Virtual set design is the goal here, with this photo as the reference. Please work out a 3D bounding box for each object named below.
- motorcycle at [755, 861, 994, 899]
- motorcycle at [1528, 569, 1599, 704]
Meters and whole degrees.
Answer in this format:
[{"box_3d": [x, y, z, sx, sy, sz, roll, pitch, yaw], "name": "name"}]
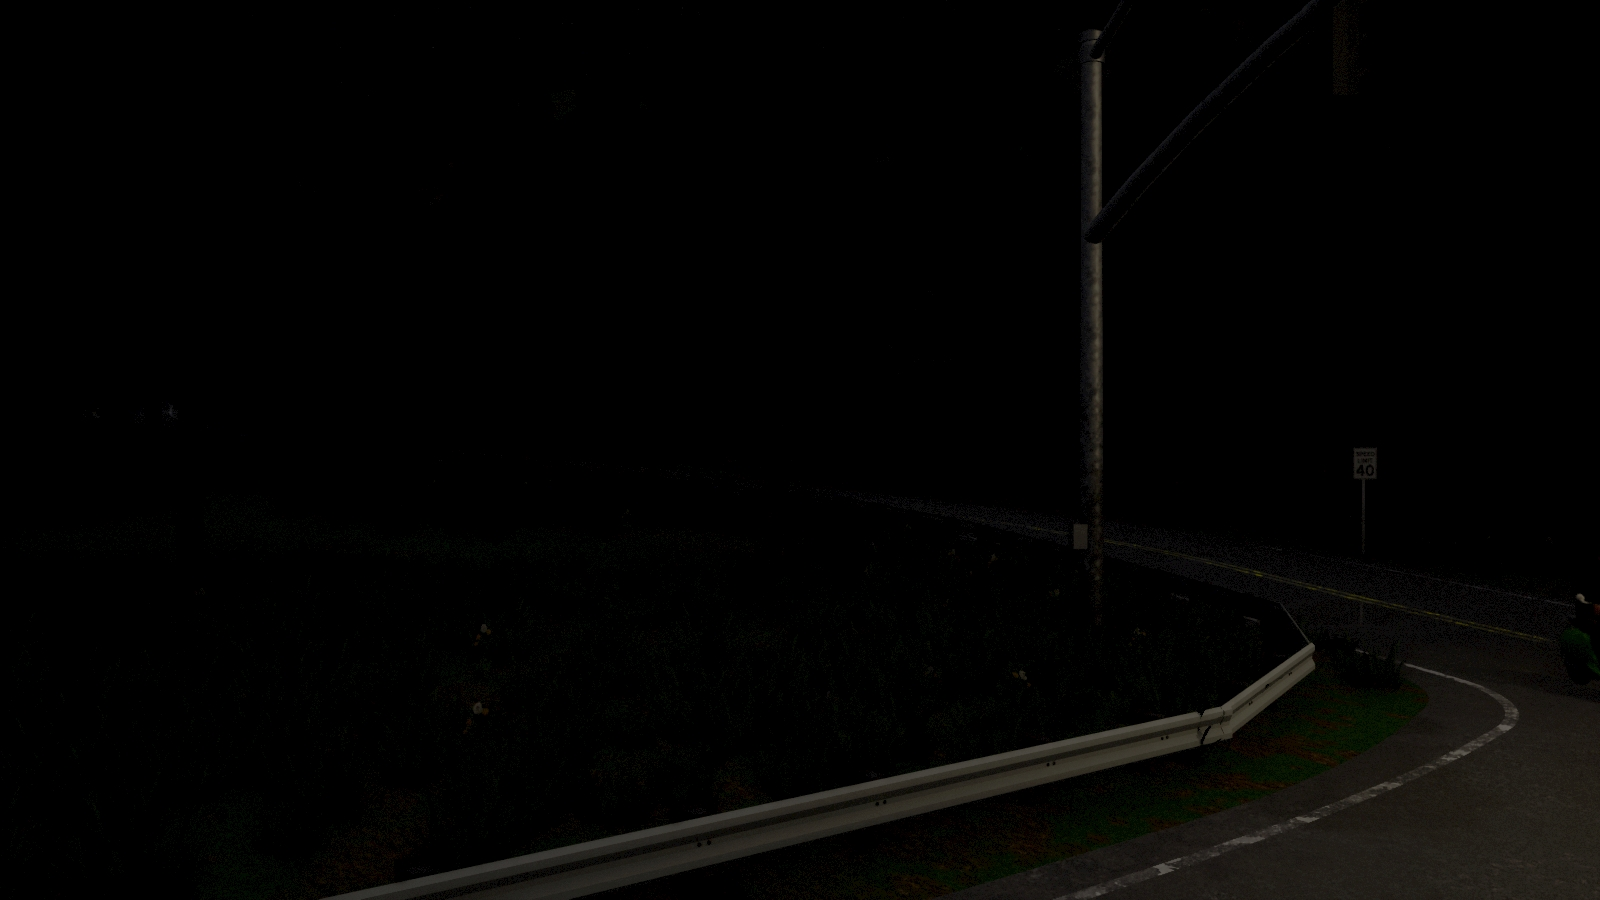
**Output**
[{"box_3d": [-0.204, 2.159, 3.446, 2.033, 1.199, 0.803, 0, 0, -34], "name": "motorcycle"}, {"box_3d": [9.269, 2.118, 13.061, 0.856, 1.316, 1.805, -2, 0, 7], "name": "motorcycle"}]
